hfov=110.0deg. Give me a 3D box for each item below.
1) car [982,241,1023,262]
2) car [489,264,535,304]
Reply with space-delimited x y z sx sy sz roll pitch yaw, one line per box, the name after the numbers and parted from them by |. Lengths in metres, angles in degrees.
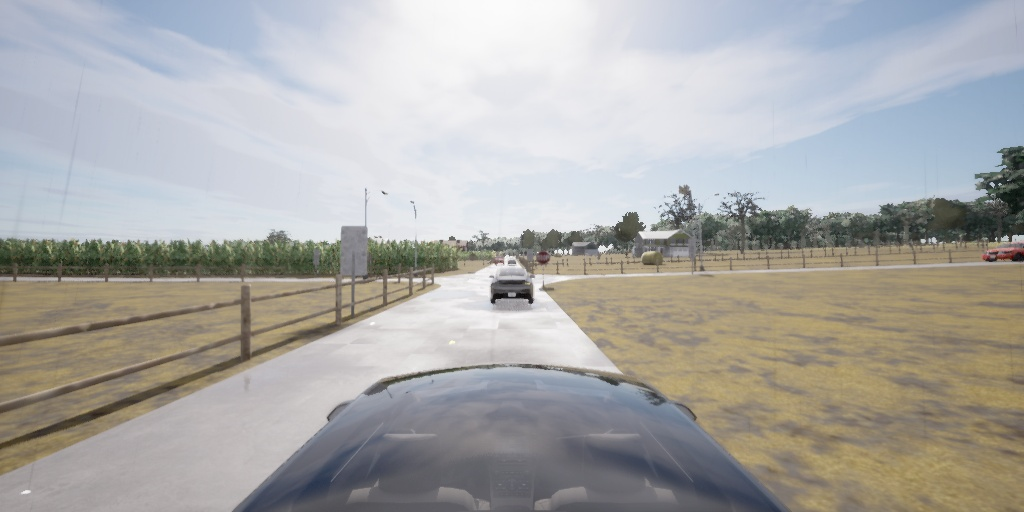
49.018 -0.406 34.510 5.566 2.045 2.150 -2 -2 0 | car
0.000 1.280 16.507 1.837 1.490 4.892 0 0 0 | car
